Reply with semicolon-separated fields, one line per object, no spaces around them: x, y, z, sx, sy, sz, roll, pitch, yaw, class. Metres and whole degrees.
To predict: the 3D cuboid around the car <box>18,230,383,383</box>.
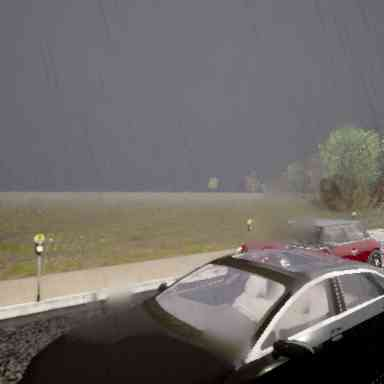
0.794;1.482;3.636;4.902;1.511;2.128;0;0;-35;car

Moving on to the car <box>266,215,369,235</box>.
2.798;1.416;8.080;4.097;1.590;1.967;0;1;-35;car
